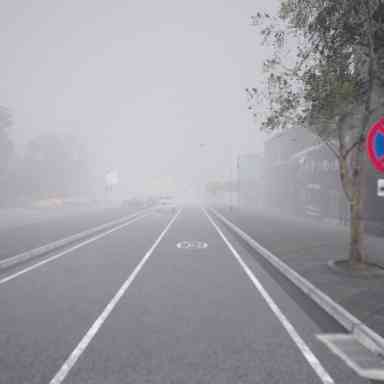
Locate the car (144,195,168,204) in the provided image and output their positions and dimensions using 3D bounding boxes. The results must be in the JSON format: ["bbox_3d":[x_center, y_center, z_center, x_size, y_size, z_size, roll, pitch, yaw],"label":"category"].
[{"bbox_3d":[-8.860,1.871,81.454,5.566,2.045,2.435,0,-1,0],"label":"car"}]

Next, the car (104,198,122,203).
[{"bbox_3d":[-21.920,2.338,92.316,4.674,1.452,2.002,0,-1,0],"label":"car"}]

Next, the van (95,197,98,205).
[{"bbox_3d":[-22.018,1.689,67.379,4.442,1.987,1.878,0,-1,0],"label":"van"}]

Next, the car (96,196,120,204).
[{"bbox_3d":[-21.889,1.957,86.874,5.566,2.045,2.435,0,-1,0],"label":"car"}]

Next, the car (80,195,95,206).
[{"bbox_3d":[-21.871,1.751,64.597,4.553,1.767,2.185,0,-1,0],"label":"car"}]

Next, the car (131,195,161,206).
[{"bbox_3d":[-8.851,1.623,64.637,5.566,2.045,2.435,0,-1,0],"label":"car"}]

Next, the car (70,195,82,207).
[{"bbox_3d":[-21.912,1.775,56.241,5.008,1.535,2.097,0,0,0],"label":"car"}]

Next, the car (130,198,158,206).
[{"bbox_3d":[-8.829,1.837,61.828,4.892,1.521,2.231,0,-1,0],"label":"car"}]

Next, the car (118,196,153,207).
[{"bbox_3d":[-8.823,1.748,53.423,4.892,1.521,2.231,0,-1,0],"label":"car"}]

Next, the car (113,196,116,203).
[{"bbox_3d":[-21.882,2.153,81.302,4.792,1.488,2.163,0,-1,0],"label":"car"}]

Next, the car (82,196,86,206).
[{"bbox_3d":[-21.907,1.846,59.027,4.674,1.452,2.002,0,-1,0],"label":"car"}]

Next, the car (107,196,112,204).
[{"bbox_3d":[-21.721,2.037,75.732,5.366,1.575,1.946,0,-1,0],"label":"car"}]

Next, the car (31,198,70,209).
[{"bbox_3d":[-21.907,1.726,50.673,5.008,1.535,2.097,0,0,0],"label":"car"}]

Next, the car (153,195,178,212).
[{"bbox_3d":[-3.236,1.378,41.978,2.150,2.045,5.566,0,0,0],"label":"car"}]

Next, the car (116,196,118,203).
[{"bbox_3d":[-21.943,2.194,84.087,4.792,1.488,2.163,0,-1,0],"label":"car"}]

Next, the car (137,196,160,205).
[{"bbox_3d":[-8.791,1.787,67.435,4.553,1.767,2.185,0,-1,0],"label":"car"}]

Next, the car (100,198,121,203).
[{"bbox_3d":[-21.915,2.254,89.656,5.008,1.535,2.097,0,-1,0],"label":"car"}]

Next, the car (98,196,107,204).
[{"bbox_3d":[-21.902,2.038,72.946,4.674,1.452,2.002,0,-1,0],"label":"car"}]

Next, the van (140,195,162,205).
[{"bbox_3d":[-8.707,1.729,70.241,4.442,1.987,1.878,0,-1,0],"label":"van"}]
